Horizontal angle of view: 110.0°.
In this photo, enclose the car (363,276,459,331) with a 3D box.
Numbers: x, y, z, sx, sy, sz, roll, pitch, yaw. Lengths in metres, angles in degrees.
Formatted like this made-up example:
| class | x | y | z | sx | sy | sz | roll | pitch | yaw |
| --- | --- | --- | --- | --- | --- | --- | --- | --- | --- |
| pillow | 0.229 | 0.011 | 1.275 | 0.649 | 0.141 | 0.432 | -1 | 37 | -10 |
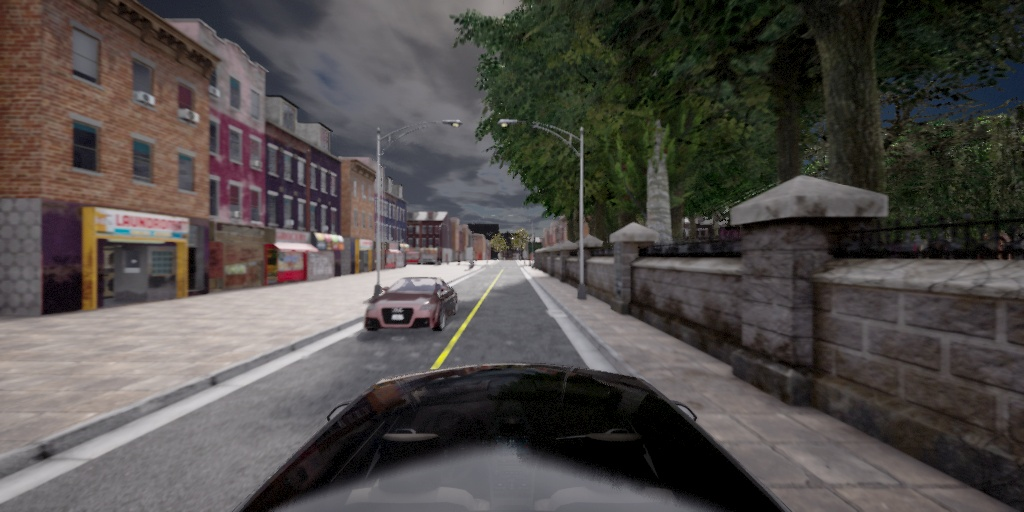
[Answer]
| class | x | y | z | sx | sy | sz | roll | pitch | yaw |
| --- | --- | --- | --- | --- | --- | --- | --- | --- | --- |
| car | -2.833 | 1.323 | 10.863 | 1.994 | 1.385 | 4.181 | 0 | 0 | 0 |
